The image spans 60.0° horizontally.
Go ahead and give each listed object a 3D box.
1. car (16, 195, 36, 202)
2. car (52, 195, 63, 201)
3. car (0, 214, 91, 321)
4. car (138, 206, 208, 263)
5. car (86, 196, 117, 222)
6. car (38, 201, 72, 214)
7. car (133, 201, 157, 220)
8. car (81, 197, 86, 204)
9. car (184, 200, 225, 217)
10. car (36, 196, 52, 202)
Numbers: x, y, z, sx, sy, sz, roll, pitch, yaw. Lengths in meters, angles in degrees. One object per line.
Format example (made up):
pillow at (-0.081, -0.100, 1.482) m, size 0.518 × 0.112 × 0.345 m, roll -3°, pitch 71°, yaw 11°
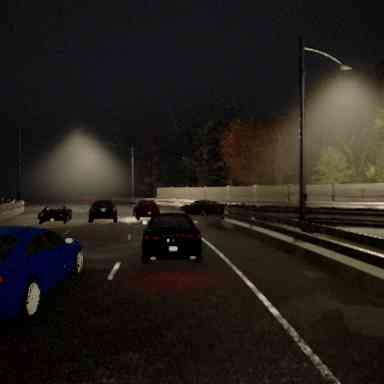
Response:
car at (-37.272, 1.580, 73.559) m, size 5.357 × 1.411 × 2.033 m, roll 0°, pitch 0°, yaw 44°
car at (-32.270, 1.545, 78.457) m, size 4.902 × 1.511 × 2.128 m, roll 0°, pitch 0°, yaw 44°
car at (-3.855, 1.496, 7.296) m, size 1.882 × 1.535 × 5.008 m, roll 0°, pitch 0°, yaw -4°
car at (-0.773, 1.487, 12.050) m, size 1.882 × 1.535 × 5.008 m, roll 0°, pitch 0°, yaw -5°
car at (-7.125, 1.389, 26.800) m, size 2.097 × 1.767 × 4.553 m, roll -1°, pitch 0°, yaw -14°
car at (-10.311, 1.654, 25.403) m, size 1.895 × 1.301 × 4.718 m, roll 0°, pitch 0°, yaw -14°
car at (-3.999, 1.507, 28.723) m, size 1.882 × 1.535 × 5.008 m, roll 0°, pitch 0°, yaw -15°
car at (-19.442, 1.568, 62.718) m, size 1.882 × 1.535 × 5.008 m, roll 0°, pitch 0°, yaw -35°
car at (0.905, 1.473, 30.391) m, size 1.882 × 1.535 × 5.008 m, roll -1°, pitch 0°, yaw -38°
car at (-34.771, 1.570, 76.008) m, size 5.357 × 1.411 × 2.033 m, roll 0°, pitch 0°, yaw 44°
